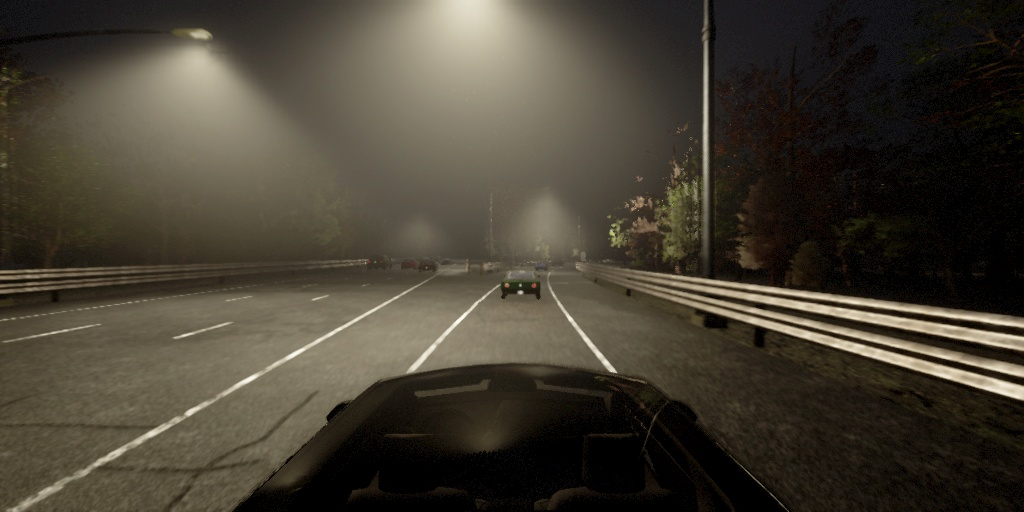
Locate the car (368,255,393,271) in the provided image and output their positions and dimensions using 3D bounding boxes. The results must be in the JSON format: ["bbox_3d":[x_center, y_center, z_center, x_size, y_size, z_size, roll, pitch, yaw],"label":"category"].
[{"bbox_3d":[-17.679,0.874,48.228,2.150,2.045,5.566,0,0,-6],"label":"car"}]

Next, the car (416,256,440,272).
[{"bbox_3d":[-10.145,1.160,43.852,1.882,1.535,5.008,0,0,-6],"label":"car"}]

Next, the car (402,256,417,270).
[{"bbox_3d":[-14.519,1.139,51.454,1.882,1.535,5.008,0,0,-6],"label":"car"}]

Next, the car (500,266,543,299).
[{"bbox_3d":[0.512,1.389,18.581,1.895,1.301,4.718,0,0,3],"label":"car"}]

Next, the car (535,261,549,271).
[{"bbox_3d":[4.604,1.517,55.251,2.033,1.411,5.357,0,0,10],"label":"car"}]
